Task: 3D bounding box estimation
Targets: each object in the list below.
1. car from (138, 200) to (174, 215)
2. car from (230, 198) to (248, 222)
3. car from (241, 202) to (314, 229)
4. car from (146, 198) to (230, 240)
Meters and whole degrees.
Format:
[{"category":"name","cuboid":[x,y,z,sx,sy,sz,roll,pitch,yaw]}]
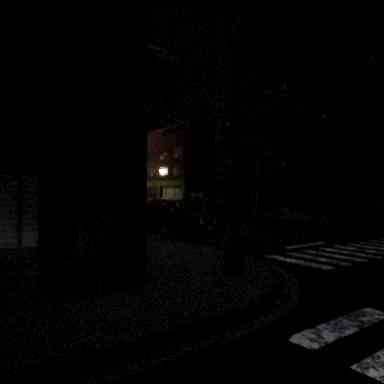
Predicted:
[{"category":"car","cuboid":[-3.954,1.640,36.188,1.887,1.381,4.507,1,0,-35]},{"category":"car","cuboid":[2.626,1.423,26.930,2.192,1.841,5.009,1,0,-35]},{"category":"car","cuboid":[5.814,1.639,22.437,1.752,1.417,4.829,1,0,-35]},{"category":"car","cuboid":[-0.633,1.345,17.659,2.192,1.841,5.009,1,0,-35]}]
